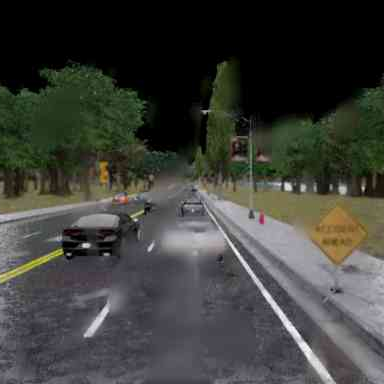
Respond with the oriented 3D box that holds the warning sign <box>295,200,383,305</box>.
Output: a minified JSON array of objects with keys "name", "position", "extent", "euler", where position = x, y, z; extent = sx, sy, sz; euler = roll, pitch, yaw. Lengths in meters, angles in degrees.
[{"name":"warning sign","position":[2.854,1.107,6.552],"extent":[1.300,1.860,1.060],"euler":[0,1,0]}]

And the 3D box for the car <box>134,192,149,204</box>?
[{"name":"car","position":[-6.590,0.814,45.354],"extent":[2.097,1.767,4.553],"euler":[0,1,0]}]

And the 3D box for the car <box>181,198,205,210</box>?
[{"name":"car","position":[0.081,1.232,28.691],"extent":[2.128,1.511,4.902],"euler":[0,1,0]}]

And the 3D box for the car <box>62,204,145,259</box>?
[{"name":"car","position":[-3.171,1.432,12.495],"extent":[1.882,1.535,5.008],"euler":[0,1,0]}]

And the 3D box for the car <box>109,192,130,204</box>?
[{"name":"car","position":[-9.840,0.814,45.356],"extent":[2.097,1.767,4.553],"euler":[0,1,0]}]

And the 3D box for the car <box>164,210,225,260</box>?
[{"name":"car","position":[0.080,1.558,12.197],"extent":[1.895,1.301,4.718],"euler":[0,0,0]}]

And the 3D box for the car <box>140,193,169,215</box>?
[{"name":"car","position":[-3.166,1.191,30.297],"extent":[1.882,1.535,5.008],"euler":[0,1,0]}]
